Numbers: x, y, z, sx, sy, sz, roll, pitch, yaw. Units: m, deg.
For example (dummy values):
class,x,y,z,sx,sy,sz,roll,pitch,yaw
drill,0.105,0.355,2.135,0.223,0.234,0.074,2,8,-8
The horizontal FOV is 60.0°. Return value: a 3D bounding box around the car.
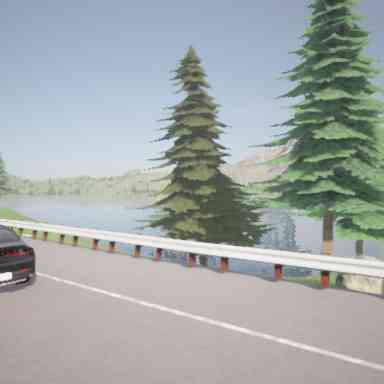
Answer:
class,x,y,z,sx,sy,sz,roll,pitch,yaw
car,-5.791,1.502,8.333,4.892,1.490,1.837,0,0,37
